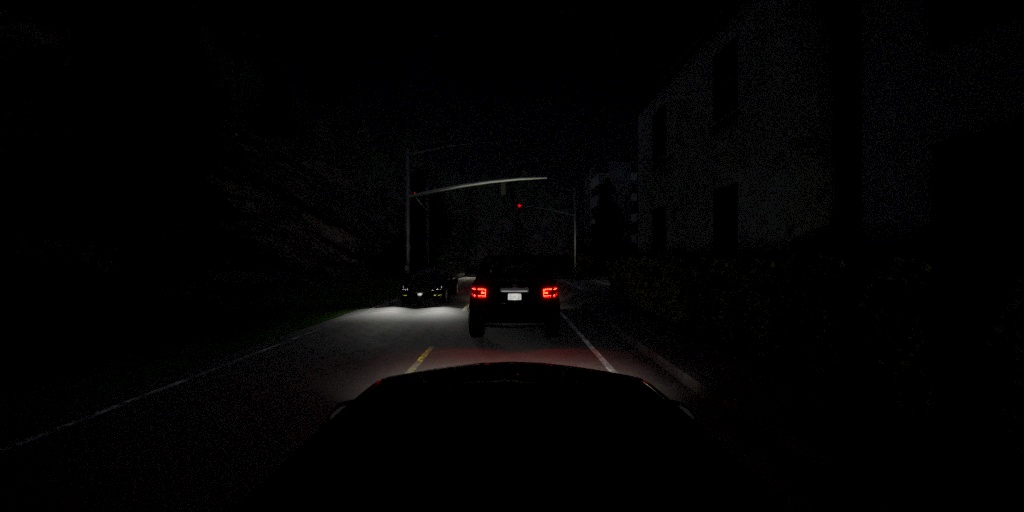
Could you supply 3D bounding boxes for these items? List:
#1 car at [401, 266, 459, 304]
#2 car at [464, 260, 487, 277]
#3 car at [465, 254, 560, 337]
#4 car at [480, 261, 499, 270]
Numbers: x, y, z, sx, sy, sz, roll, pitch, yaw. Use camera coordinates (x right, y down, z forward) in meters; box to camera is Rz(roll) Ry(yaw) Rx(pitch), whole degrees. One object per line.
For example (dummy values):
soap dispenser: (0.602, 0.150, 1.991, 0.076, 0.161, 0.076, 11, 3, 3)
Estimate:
car: (-3.629, 1.255, 16.523, 1.837, 1.490, 4.892, 0, 0, 0)
car: (-3.631, 1.227, 36.483, 1.882, 1.535, 5.008, 0, 0, 0)
car: (0.063, 0.971, 10.403, 2.150, 2.045, 5.566, 0, 0, 0)
car: (-3.156, 1.351, 52.113, 1.895, 1.301, 4.718, 0, 0, 8)
